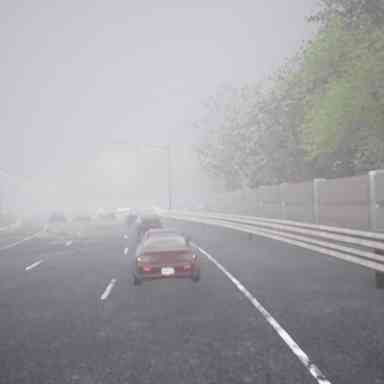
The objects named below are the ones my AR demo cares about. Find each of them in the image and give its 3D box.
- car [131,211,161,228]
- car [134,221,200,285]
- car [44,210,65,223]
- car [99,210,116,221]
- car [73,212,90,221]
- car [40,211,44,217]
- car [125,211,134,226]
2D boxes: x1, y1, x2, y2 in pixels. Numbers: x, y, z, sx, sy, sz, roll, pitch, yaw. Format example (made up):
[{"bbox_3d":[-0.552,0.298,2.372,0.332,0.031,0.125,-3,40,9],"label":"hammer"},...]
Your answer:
[{"bbox_3d":[-3.294,2.397,24.823,1.837,1.490,4.892,-2,-1,-13],"label":"car"},{"bbox_3d":[-0.861,1.915,10.764,1.812,1.442,4.674,-2,-1,-6],"label":"car"},{"bbox_3d":[-20.067,3.568,49.101,2.097,1.767,4.553,-1,-2,-28],"label":"car"},{"bbox_3d":[-12.847,3.517,50.436,1.812,1.442,4.674,-1,-2,-27],"label":"car"},{"bbox_3d":[-16.809,3.700,50.440,1.994,1.385,4.181,-1,-2,-28],"label":"car"},{"bbox_3d":[-34.859,5.142,80.016,5.008,1.535,1.882,-4,-2,43],"label":"car"},{"bbox_3d":[-6.322,2.829,36.779,1.882,1.535,5.008,-2,-2,-15],"label":"car"}]
